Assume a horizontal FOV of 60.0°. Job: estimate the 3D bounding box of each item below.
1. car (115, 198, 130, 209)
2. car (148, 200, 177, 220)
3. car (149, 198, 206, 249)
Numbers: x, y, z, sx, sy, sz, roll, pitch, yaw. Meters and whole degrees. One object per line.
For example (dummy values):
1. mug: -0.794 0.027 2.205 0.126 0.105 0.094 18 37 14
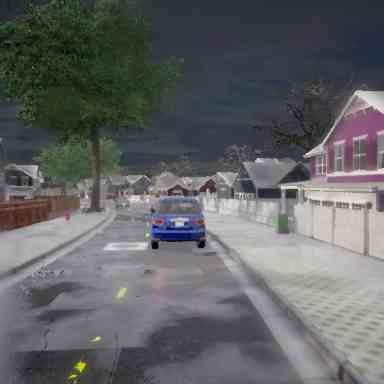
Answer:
1. car: -10.186 1.605 48.521 2.128 1.511 4.902 0 0 -17
2. car: -2.734 1.516 29.749 2.128 1.511 4.902 0 0 -10
3. car: -0.689 1.263 14.795 2.150 2.045 5.566 0 0 -5
